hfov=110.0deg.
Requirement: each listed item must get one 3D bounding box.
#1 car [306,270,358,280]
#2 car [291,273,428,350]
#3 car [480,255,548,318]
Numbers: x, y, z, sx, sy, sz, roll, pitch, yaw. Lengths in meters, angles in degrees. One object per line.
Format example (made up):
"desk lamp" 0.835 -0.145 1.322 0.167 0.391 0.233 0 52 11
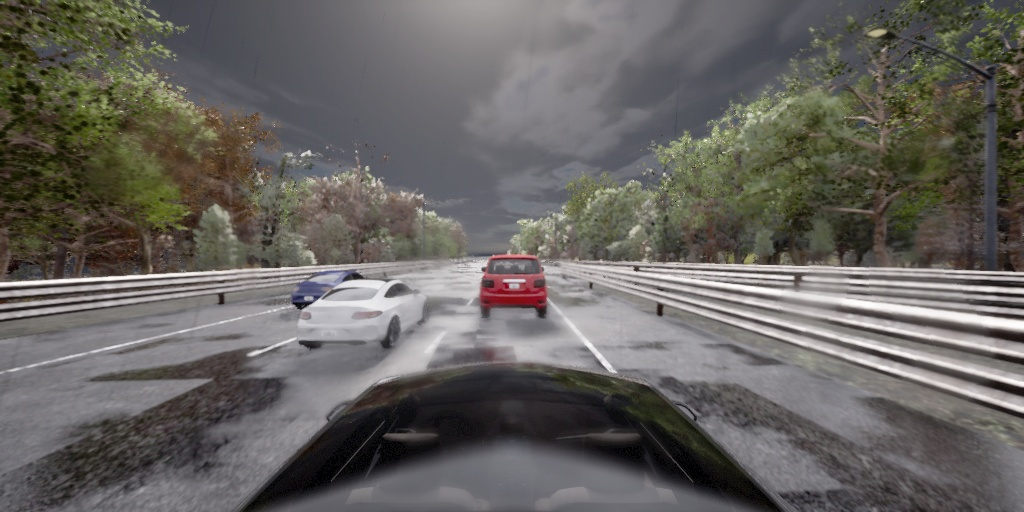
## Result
"car" -6.967 1.292 14.554 1.812 1.442 4.674 0 0 0
"car" -3.428 1.284 9.000 1.812 1.442 4.674 0 0 0
"car" 0.048 0.983 13.234 2.150 2.045 5.566 0 0 0
